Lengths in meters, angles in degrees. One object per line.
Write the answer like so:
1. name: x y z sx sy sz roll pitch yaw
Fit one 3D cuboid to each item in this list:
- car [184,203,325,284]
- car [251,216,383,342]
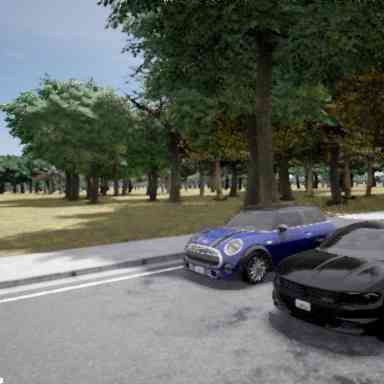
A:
1. car: 1.989 1.169 9.097 4.553 1.767 2.097 -2 1 -35
2. car: 3.635 1.302 6.278 5.008 1.535 1.882 -2 1 -35
